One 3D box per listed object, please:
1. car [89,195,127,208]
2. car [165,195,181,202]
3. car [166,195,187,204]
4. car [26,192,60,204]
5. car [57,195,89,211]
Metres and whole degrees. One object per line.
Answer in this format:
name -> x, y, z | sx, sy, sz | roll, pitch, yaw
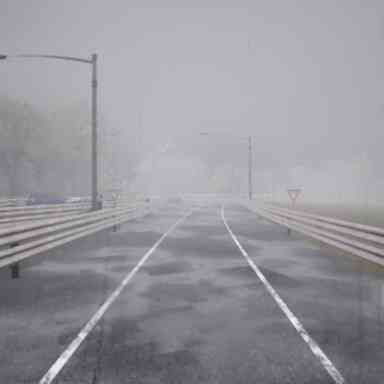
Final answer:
car -> -8.774, 1.136, 36.051 | 2.097, 1.767, 4.553 | 0, 0, 13
car -> -3.980, 1.419, 70.368 | 1.994, 1.385, 4.181 | 0, 0, 15
car -> -2.992, 1.330, 60.297 | 2.128, 1.511, 4.902 | 0, 0, 14
car -> -15.778, 1.007, 36.837 | 2.150, 2.045, 5.566 | 0, 0, 13
car -> -12.258, 1.311, 36.450 | 1.812, 1.442, 4.674 | 0, 0, 13
